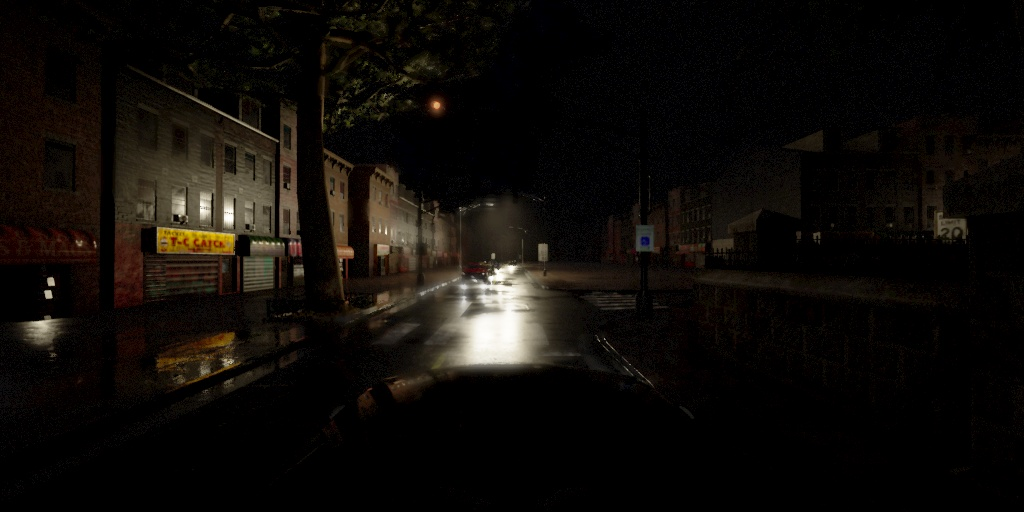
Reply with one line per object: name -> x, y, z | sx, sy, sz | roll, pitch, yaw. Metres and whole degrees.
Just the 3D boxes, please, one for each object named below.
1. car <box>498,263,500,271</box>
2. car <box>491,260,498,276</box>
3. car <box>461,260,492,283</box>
car -> -2.754, 1.327, 51.410 | 1.812, 1.442, 4.674 | 0, 0, 0
car -> -2.791, 1.275, 38.026 | 1.837, 1.490, 4.892 | 0, 0, 0
car -> -2.806, 1.287, 28.094 | 1.812, 1.442, 4.674 | 0, 0, 0
